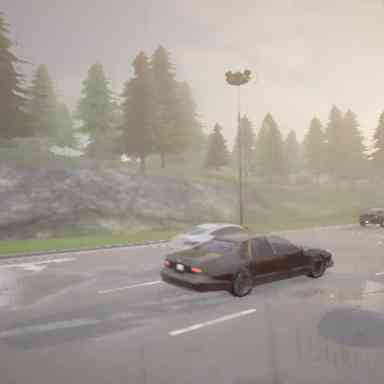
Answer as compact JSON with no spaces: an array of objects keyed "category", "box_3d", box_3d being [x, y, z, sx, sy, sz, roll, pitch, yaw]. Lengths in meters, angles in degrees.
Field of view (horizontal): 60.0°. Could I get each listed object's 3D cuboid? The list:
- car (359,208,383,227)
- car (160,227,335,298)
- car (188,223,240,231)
[{"category":"car","box_3d":[16.190,2.168,28.485,4.892,1.490,1.837,0,-2,-36]},{"category":"car","box_3d":[1.765,1.841,9.352,5.357,1.411,2.033,0,-2,-36]},{"category":"car","box_3d":[1.272,1.961,13.307,4.674,1.442,1.812,0,-2,-36]}]
